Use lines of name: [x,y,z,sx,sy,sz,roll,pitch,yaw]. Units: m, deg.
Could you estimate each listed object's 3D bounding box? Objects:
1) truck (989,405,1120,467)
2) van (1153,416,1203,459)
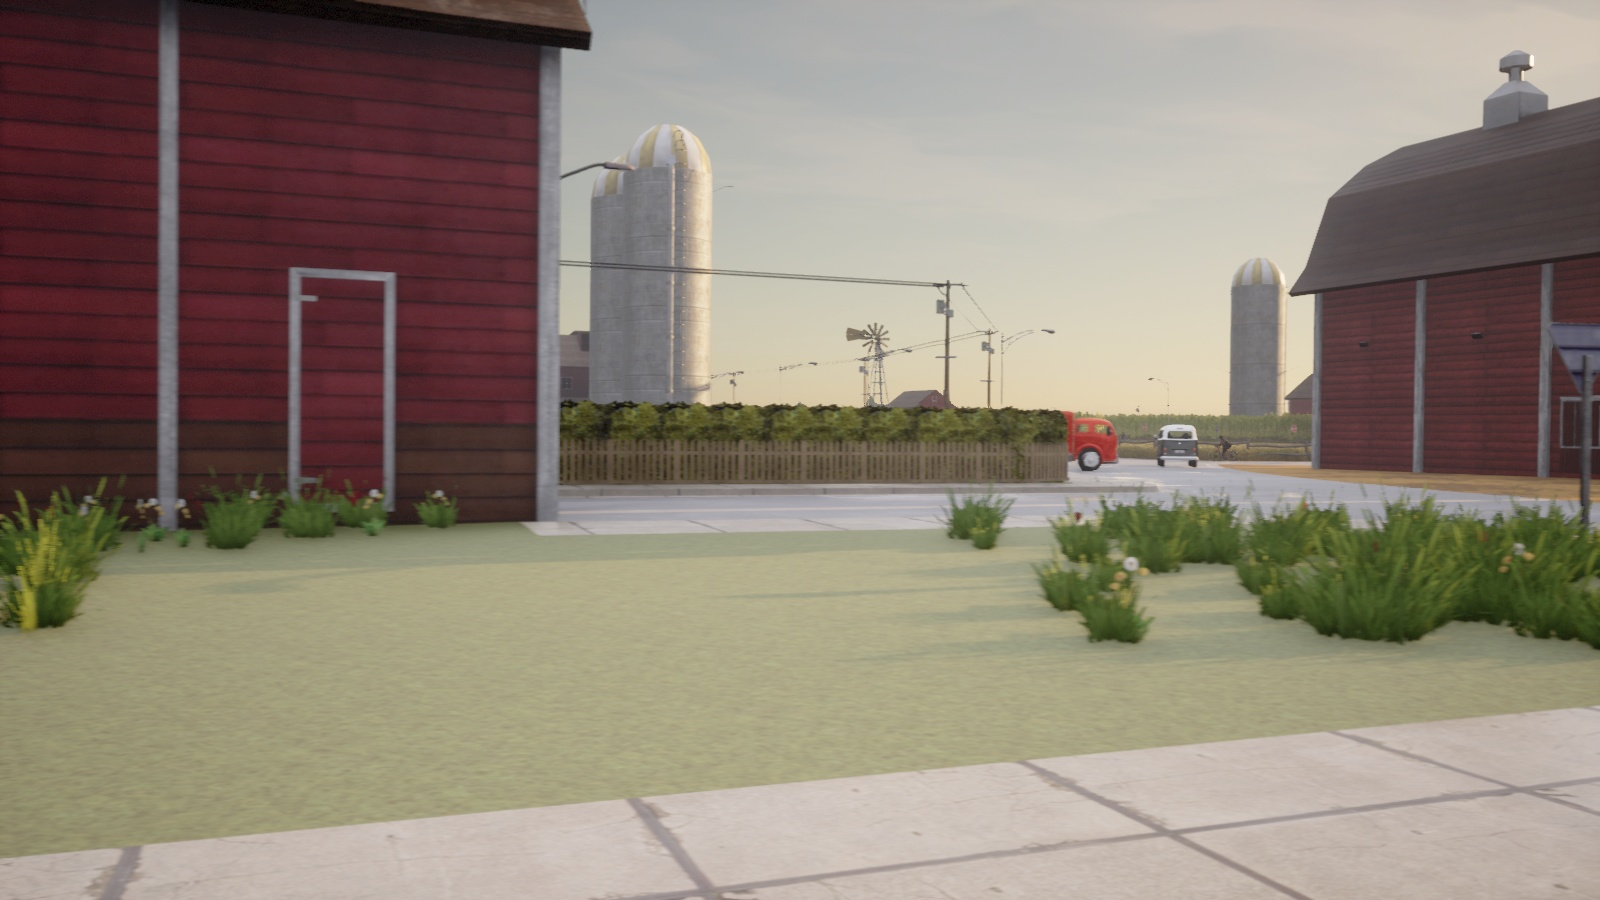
truck: [10.556,-0.615,52.037,5.204,2.467,2.627,0,2,13]
van: [18.591,-0.605,61.860,2.069,2.038,4.480,0,1,13]
